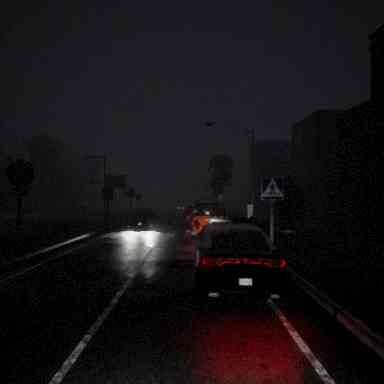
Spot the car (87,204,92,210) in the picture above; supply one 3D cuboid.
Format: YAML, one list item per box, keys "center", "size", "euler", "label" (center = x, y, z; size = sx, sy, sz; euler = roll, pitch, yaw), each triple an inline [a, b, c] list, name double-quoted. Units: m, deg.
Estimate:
- center: [-21.804, 2.709, 61.806]
  size: [5.008, 1.535, 2.097]
  euler: [0, -1, 0]
  label: "car"

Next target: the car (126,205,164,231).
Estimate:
- center: [-3.328, 1.856, 23.151]
  size: [1.994, 1.385, 4.181]
  euler: [0, 0, 0]
  label: "car"

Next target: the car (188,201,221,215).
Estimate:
- center: [0.995, 1.561, 18.626]
  size: [2.097, 1.767, 4.553]
  euler: [0, -1, 0]
  label: "car"

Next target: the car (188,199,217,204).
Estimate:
- center: [1.009, 1.579, 24.691]
  size: [2.150, 2.045, 5.566]
  euler: [0, -1, 0]
  label: "car"

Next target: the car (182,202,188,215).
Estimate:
- center: [0.112, 2.374, 46.176]
  size: [2.128, 1.511, 4.902]
  euler: [0, -1, 0]
  label: "car"

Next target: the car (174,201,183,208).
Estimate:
- center: [-3.000, 3.494, 90.154]
  size: [2.033, 1.411, 5.357]
  euler: [0, -1, 0]
  label: "car"

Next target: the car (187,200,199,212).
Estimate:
- center: [0.150, 2.444, 60.246]
  size: [2.150, 2.045, 5.566]
  euler: [0, -1, 0]
  label: "car"

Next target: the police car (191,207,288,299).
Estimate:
- center: [1.002, 1.453, 8.743]
  size: [1.930, 1.638, 5.238]
  euler: [1, 0, 0]
  label: "police car"

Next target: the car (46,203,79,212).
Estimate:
- center: [-21.822, 2.589, 55.258]
  size: [4.674, 1.452, 2.002]
  euler: [0, -1, 0]
  label: "car"

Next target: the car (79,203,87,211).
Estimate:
- center: [-21.806, 2.630, 58.534]
  size: [4.892, 1.521, 2.231]
  euler: [0, -1, 0]
  label: "car"
